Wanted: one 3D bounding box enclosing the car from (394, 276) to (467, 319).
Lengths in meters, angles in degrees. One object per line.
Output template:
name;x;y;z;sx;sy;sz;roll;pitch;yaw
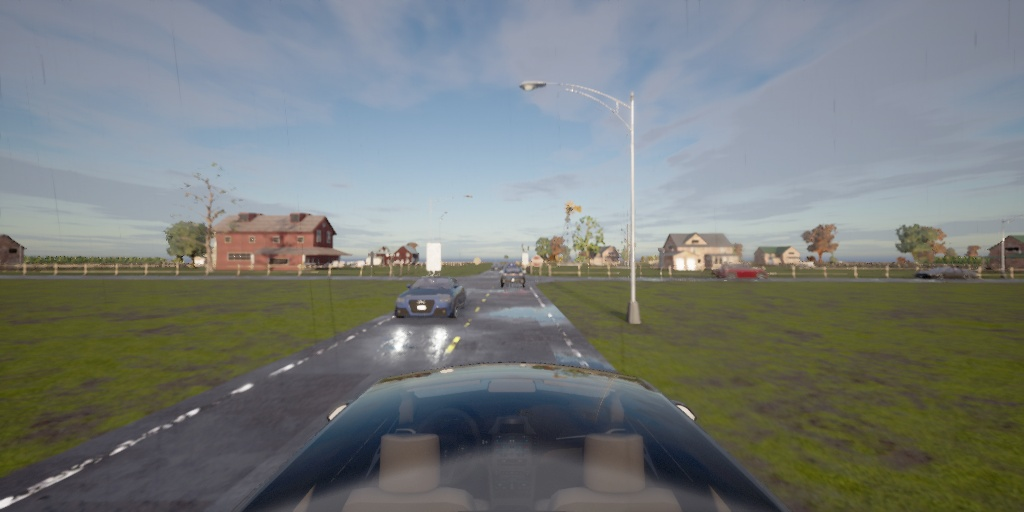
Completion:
car;-2.851;1.455;13.300;1.994;1.385;4.181;0;-1;0

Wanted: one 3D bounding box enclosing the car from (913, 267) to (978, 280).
car;48.363;1.961;40.033;5.357;1.411;2.033;0;-1;1

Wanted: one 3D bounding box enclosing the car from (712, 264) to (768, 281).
car;23.931;1.625;37.350;4.553;1.767;2.097;0;-1;0

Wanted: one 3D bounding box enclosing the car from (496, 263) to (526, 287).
car;0.075;1.564;28.146;2.128;1.511;4.902;0;-1;0
